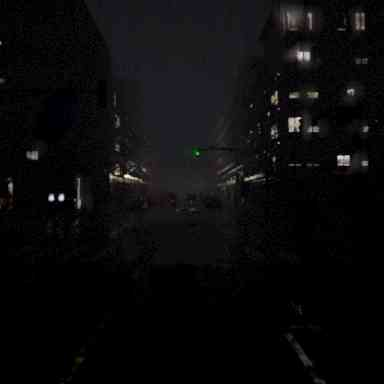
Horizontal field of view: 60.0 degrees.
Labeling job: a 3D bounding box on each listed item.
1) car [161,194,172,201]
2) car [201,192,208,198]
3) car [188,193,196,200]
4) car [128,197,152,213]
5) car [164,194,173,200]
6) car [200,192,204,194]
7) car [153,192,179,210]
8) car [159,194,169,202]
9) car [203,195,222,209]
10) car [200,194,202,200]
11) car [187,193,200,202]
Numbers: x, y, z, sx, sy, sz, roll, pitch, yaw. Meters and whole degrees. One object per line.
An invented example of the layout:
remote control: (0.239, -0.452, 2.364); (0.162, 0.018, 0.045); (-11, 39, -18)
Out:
car: (-5.677, 1.223, 74.130); (2.008, 1.369, 4.403); (1, 0, 0)
car: (2.703, 1.231, 46.497); (1.967, 1.590, 4.097); (1, 0, 0)
car: (0.007, 1.090, 77.241); (1.837, 1.490, 4.892); (0, 0, 0)
car: (-5.679, 1.366, 35.295); (1.752, 1.417, 4.829); (1, 0, 0)
car: (-5.676, 1.194, 79.653); (1.887, 1.381, 4.507); (1, 0, 0)
car: (2.708, 0.964, 79.638); (2.192, 1.841, 5.009); (1, 0, 0)
car: (-3.083, 1.040, 40.557); (2.150, 2.045, 5.566); (0, 0, 0)
car: (-5.677, 1.222, 68.436); (1.752, 1.417, 4.829); (1, 0, 0)
car: (2.702, 1.360, 40.974); (1.887, 1.381, 4.507); (1, 0, 0)
car: (2.703, 1.325, 57.545); (1.802, 1.307, 4.206); (1, 0, 0)
car: (0.007, 1.054, 67.204); (2.097, 1.767, 4.553); (0, 0, 0)
